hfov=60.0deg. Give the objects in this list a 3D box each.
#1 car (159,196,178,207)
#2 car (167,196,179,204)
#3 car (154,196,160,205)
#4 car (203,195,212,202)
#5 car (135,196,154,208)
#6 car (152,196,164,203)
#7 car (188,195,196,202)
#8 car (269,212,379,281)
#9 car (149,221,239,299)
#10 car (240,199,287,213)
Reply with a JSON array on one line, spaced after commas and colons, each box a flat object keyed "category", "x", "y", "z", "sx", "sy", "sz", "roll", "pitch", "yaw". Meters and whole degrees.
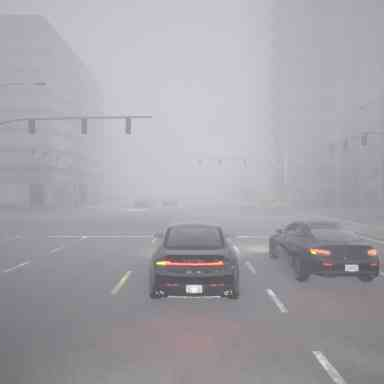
[{"category": "car", "x": -3.568, "y": 1.477, "z": 52.546, "sx": 1.882, "sy": 1.535, "sz": 5.008, "roll": 0, "pitch": 0, "yaw": 0}, {"category": "car", "x": -3.545, "y": 1.547, "z": 62.808, "sx": 2.033, "sy": 1.411, "sz": 5.357, "roll": 0, "pitch": 0, "yaw": 0}, {"category": "car", "x": -7.079, "y": 1.477, "z": 57.527, "sx": 1.882, "sy": 1.535, "sz": 5.008, "roll": 0, "pitch": 0, "yaw": 0}, {"category": "car", "x": 3.501, "y": 1.363, "z": 73.944, "sx": 1.812, "sy": 1.442, "sz": 4.674, "roll": 0, "pitch": 0, "yaw": 0}, {"category": "car", "x": -7.086, "y": 1.601, "z": 48.423, "sx": 1.895, "sy": 1.301, "sz": 4.718, "roll": 0, "pitch": 0, "yaw": 0}, {"category": "car", "x": -7.001, "y": 1.564, "z": 68.867, "sx": 1.994, "sy": 1.385, "sz": 4.181, "roll": 0, "pitch": 0, "yaw": 0}, {"category": "car", "x": 0.001, "y": 1.364, "z": 73.944, "sx": 2.128, "sy": 1.511, "sz": 4.902, "roll": 0, "pitch": 0, "yaw": 0}, {"category": "car", "x": 3.564, "y": 1.526, "z": 9.693, "sx": 1.812, "sy": 1.442, "sz": 4.674, "roll": 0, "pitch": 0, "yaw": 0}, {"category": "car", "x": 0.058, "y": 1.505, "z": 8.437, "sx": 1.837, "sy": 1.490, "sz": 4.892, "roll": 0, "pitch": 0, "yaw": 0}, {"category": "car", "x": 7.633, "y": 1.477, "z": 35.689, "sx": 5.008, "sy": 1.535, "sz": 1.882, "roll": 0, "pitch": 0, "yaw": 1}]
